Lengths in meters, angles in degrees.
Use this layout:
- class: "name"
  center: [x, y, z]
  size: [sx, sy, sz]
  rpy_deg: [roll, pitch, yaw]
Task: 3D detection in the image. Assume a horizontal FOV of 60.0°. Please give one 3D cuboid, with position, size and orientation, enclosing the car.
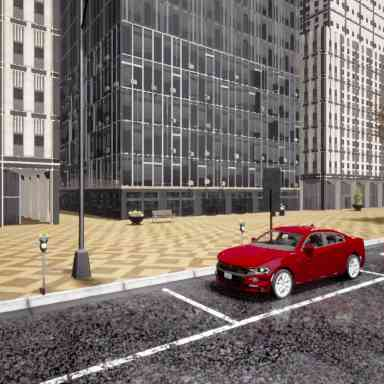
- class: "car"
  center: [2.596, 1.545, 8.414]
  size: [4.507, 1.381, 1.887]
  rpy_deg: [0, 0, -36]
